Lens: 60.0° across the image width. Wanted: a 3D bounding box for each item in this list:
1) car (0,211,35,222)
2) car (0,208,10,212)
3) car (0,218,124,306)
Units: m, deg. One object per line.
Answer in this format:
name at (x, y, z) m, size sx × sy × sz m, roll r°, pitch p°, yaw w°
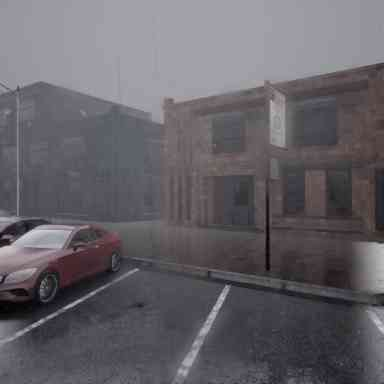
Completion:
car at (-5.792, 1.518, 9.982) m, size 2.163 × 1.488 × 4.792 m, roll 1°, pitch -1°, yaw 15°
car at (-8.244, 1.366, 11.746) m, size 2.185 × 1.767 × 4.553 m, roll 1°, pitch -1°, yaw 15°
car at (-3.311, 1.527, 8.310) m, size 2.002 × 1.452 × 4.674 m, roll 1°, pitch -1°, yaw 15°
